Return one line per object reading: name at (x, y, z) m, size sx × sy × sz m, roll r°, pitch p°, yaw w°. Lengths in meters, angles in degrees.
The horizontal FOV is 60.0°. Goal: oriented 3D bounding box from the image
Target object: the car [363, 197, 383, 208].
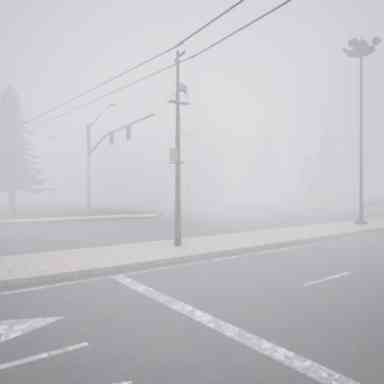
car at (26.054, 1.426, 46.856) m, size 5.008 × 1.535 × 1.882 m, roll 0°, pitch 0°, yaw -35°
